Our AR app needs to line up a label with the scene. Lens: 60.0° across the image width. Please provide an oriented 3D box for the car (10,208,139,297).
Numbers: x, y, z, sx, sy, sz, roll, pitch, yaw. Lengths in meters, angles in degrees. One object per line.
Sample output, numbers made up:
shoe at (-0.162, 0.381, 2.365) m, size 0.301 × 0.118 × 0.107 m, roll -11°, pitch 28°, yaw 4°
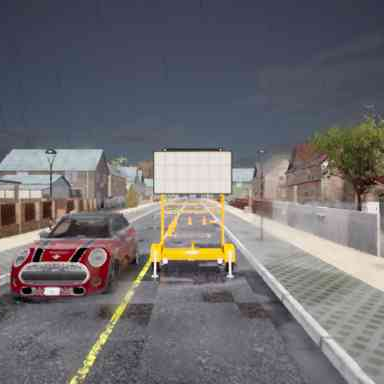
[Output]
car at (-2.740, 1.357, 8.767) m, size 2.097 × 1.767 × 4.553 m, roll 0°, pitch 0°, yaw 0°

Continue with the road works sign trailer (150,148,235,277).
road works sign trailer at (0.024, 0.471, 10.199) m, size 2.380 × 3.560 × 2.880 m, roll 0°, pitch 0°, yaw 0°
